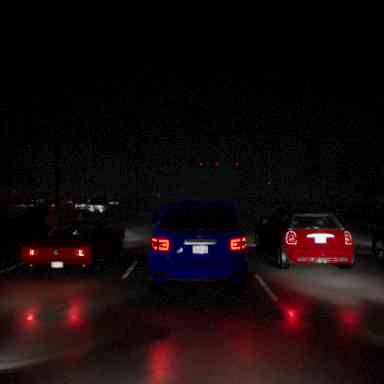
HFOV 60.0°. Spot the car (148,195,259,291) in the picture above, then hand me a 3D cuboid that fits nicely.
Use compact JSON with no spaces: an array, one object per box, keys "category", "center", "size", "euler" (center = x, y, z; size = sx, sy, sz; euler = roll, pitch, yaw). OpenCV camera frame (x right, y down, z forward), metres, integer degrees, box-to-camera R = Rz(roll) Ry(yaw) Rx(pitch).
[{"category":"car","center":[0.054,1.208,9.160],"size":[2.150,2.045,5.566],"euler":[0,0,-2]}]

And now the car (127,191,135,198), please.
[{"category":"car","center":[-14.699,1.174,74.517],"size":[2.033,1.411,5.357],"euler":[0,0,-1]}]

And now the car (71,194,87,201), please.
[{"category":"car","center":[-25.199,1.229,74.453],"size":[1.895,1.301,4.718],"euler":[0,0,-1]}]

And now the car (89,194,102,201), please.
[{"category":"car","center":[-21.704,1.155,74.988],"size":[1.812,1.442,4.674],"euler":[0,0,-1]}]

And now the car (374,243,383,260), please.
[{"category":"car","center":[3.597,1.490,2.113],"size":[2.128,1.511,4.902],"euler":[0,0,0]}]

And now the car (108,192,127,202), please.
[{"category":"car","center":[-14.633,1.042,64.971],"size":[2.097,1.767,4.553],"euler":[0,0,0]}]

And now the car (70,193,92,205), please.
[{"category":"car","center":[-18.073,1.320,54.204],"size":[1.994,1.385,4.181],"euler":[0,0,0]}]

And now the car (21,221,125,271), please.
[{"category":"car","center":[-3.475,1.585,10.801],"size":[1.895,1.301,4.718],"euler":[0,0,0]}]

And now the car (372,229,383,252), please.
[{"category":"car","center":[7.030,1.478,9.356],"size":[2.128,1.511,4.902],"euler":[0,0,0]}]

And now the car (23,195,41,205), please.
[{"category":"car","center":[-25.058,1.269,53.007],"size":[1.837,1.490,4.892],"euler":[0,0,0]}]

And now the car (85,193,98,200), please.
[{"category":"car","center":[-25.339,1.078,83.765],"size":[1.837,1.490,4.892],"euler":[0,0,-1]}]

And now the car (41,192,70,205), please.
[{"category":"car","center":[-21.559,1.242,52.699],"size":[1.882,1.535,5.008],"euler":[0,0,0]}]

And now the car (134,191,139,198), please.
[{"category":"car","center":[-14.866,0.798,84.673],"size":[2.150,2.045,5.566],"euler":[0,0,-1]}]

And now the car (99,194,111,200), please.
[{"category":"car","center":[-21.838,1.132,83.445],"size":[1.994,1.385,4.181],"euler":[0,0,-1]}]

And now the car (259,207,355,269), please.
[{"category":"car","center":[3.519,1.335,11.257],"size":[2.097,1.767,4.553],"euler":[0,0,0]}]

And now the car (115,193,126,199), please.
[{"category":"car","center":[-18.421,1.106,85.821],"size":[2.033,1.411,5.357],"euler":[0,0,-3]}]

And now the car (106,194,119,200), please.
[{"category":"car","center":[-18.219,1.218,76.395],"size":[1.895,1.301,4.718],"euler":[0,0,-1]}]

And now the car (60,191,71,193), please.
[{"category":"car","center":[-25.097,0.916,64.671],"size":[2.150,2.045,5.566],"euler":[0,0,-1]}]

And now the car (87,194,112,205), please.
[{"category":"car","center":[-14.563,1.366,52.547],"size":[1.895,1.301,4.718],"euler":[0,0,0]}]
